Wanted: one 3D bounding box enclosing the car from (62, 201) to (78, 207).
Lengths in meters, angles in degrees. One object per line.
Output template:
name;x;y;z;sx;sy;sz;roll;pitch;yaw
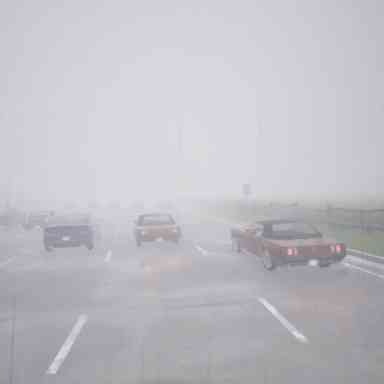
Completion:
car;-19.378;2.175;53.008;2.128;1.511;4.902;-2;0;-10

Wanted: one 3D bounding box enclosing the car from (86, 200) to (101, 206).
car;-16.004;2.082;54.006;1.837;1.490;4.892;-2;0;-10

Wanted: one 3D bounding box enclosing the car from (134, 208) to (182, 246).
car;-1.771;1.677;15.797;1.895;1.301;4.718;-2;0;-11

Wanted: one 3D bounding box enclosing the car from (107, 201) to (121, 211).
car;-11.433;1.972;48.528;2.033;1.411;5.357;-2;0;-10

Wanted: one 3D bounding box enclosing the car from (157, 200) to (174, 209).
car;-3.547;1.768;44.327;1.895;1.301;4.718;-2;0;-10

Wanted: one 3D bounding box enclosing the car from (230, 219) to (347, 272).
car;2.699;1.528;10.664;1.895;1.301;4.718;-2;0;-10

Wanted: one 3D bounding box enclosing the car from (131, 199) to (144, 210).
car;-8.066;1.844;49.537;1.812;1.442;4.674;-2;0;-10

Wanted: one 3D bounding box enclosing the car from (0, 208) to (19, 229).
car;-14.377;1.968;25.845;1.882;1.535;5.008;-2;0;-10

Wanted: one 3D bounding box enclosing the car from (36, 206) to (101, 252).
car;-5.313;1.666;15.255;1.882;1.535;5.008;-2;0;-10

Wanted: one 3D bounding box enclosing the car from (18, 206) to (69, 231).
car;-10.433;1.963;23.769;1.895;1.301;4.718;-2;0;-11
